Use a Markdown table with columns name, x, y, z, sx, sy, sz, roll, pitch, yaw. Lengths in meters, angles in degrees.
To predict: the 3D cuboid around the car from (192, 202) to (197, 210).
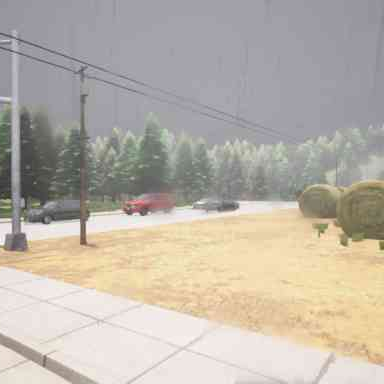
| name | x | y | z | sx | sy | sz | roll | pitch | yaw |
| --- | --- | --- | --- | --- | --- | --- | --- | --- | --- |
| car | 1.862 | 1.430 | 40.437 | 1.812 | 1.442 | 4.674 | 0 | 0 | 37 |

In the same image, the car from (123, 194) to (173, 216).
| name | x | y | z | sx | sy | sz | roll | pitch | yaw |
| --- | --- | --- | --- | --- | --- | --- | --- | --- | --- |
| car | -4.139 | 1.180 | 32.387 | 2.150 | 2.045 | 5.566 | 0 | 0 | 37 |

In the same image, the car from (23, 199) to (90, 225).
| name | x | y | z | sx | sy | sz | roll | pitch | yaw |
| --- | --- | --- | --- | --- | --- | --- | --- | --- | --- |
| car | -9.926 | 1.361 | 24.612 | 2.097 | 1.767 | 4.553 | 0 | 0 | 37 |

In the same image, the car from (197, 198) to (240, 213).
| name | x | y | z | sx | sy | sz | roll | pitch | yaw |
| --- | --- | --- | --- | --- | --- | --- | --- | --- | --- |
| car | 3.194 | 1.457 | 36.043 | 2.033 | 1.411 | 5.357 | 0 | 0 | 37 |
